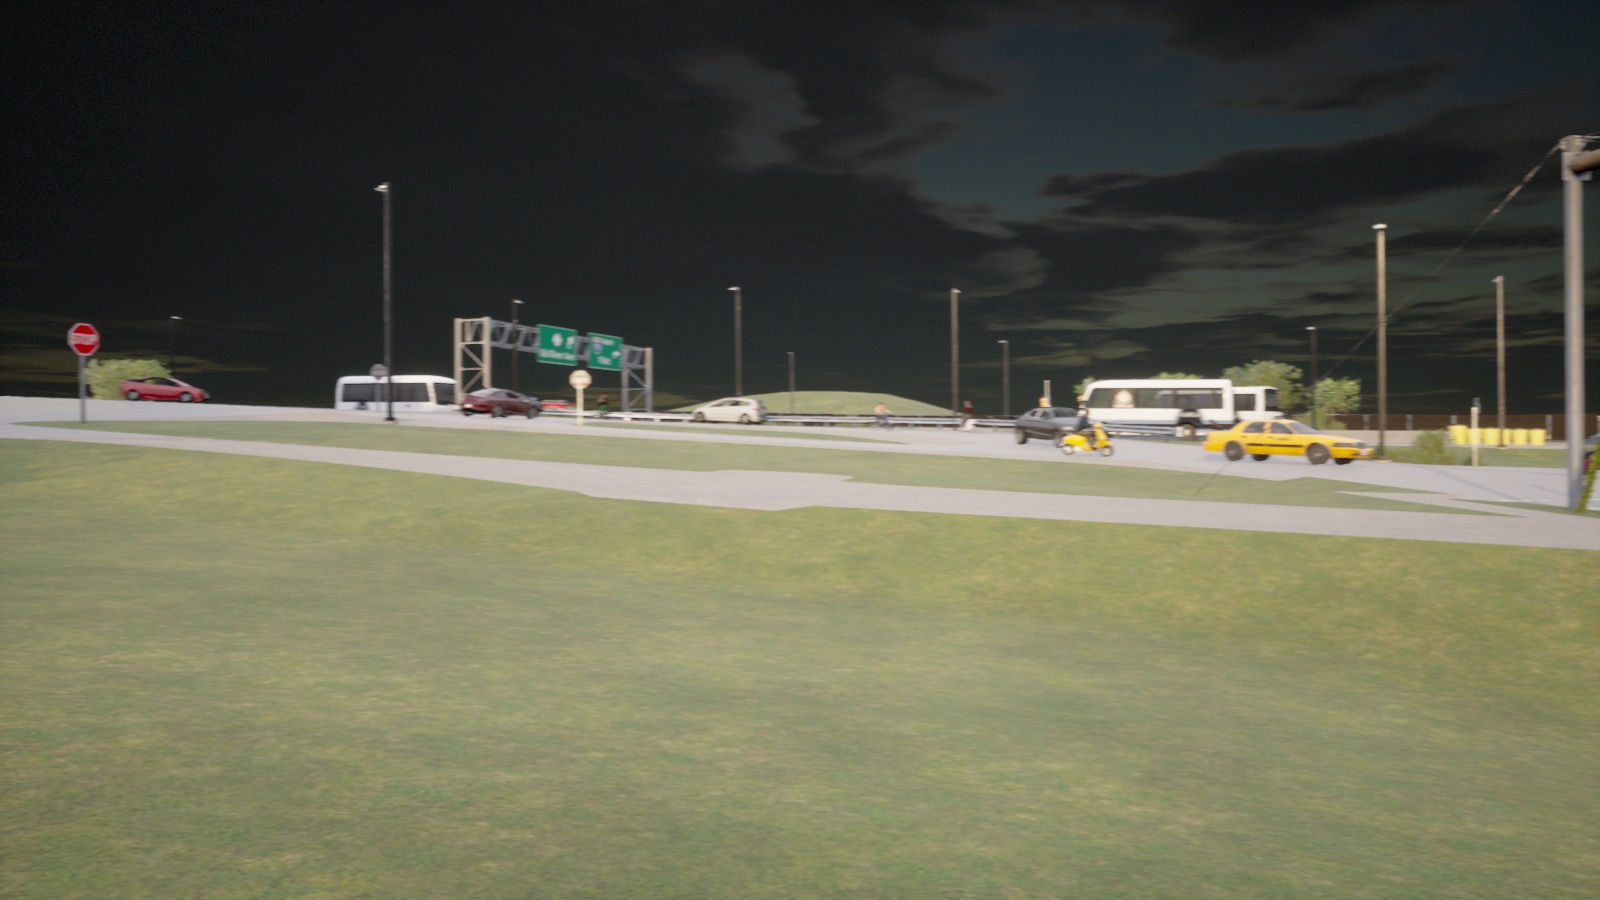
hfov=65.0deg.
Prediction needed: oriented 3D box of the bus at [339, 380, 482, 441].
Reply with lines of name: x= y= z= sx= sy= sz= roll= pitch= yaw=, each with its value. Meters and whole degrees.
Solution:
bus: x=-28.806 y=-2.834 z=92.771 sx=10.273 sy=4.253 sz=3.944 roll=0 pitch=1 yaw=27

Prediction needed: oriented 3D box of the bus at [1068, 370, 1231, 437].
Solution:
bus: x=23.522 y=-3.015 z=84.487 sx=10.273 sy=4.253 sz=3.944 roll=0 pitch=1 yaw=20

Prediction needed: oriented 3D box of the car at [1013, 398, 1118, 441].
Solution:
car: x=11.020 y=-1.325 z=52.569 sx=2.152 sy=1.651 sz=5.027 roll=-2 pitch=3 yaw=-17

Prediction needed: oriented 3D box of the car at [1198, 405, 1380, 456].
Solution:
car: x=15.992 y=-0.657 z=41.380 sx=1.801 sy=1.575 sz=5.366 roll=0 pitch=1 yaw=-39

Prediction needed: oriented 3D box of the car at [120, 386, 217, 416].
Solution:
car: x=-35.868 y=-2.775 z=71.395 sx=4.514 sy=1.525 sz=2.007 roll=1 pitch=0 yaw=-10

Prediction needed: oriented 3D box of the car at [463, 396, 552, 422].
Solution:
car: x=-18.200 y=-2.546 z=78.228 sx=4.902 sy=1.511 sz=2.128 roll=1 pitch=0 yaw=10

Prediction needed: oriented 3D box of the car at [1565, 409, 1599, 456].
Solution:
car: x=27.775 y=-0.571 z=41.713 sx=3.705 sy=1.549 sz=1.789 roll=0 pitch=1 yaw=18

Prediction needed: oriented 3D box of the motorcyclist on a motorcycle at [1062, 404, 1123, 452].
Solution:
motorcyclist on a motorcycle: x=9.889 y=-0.748 z=42.481 sx=1.817 sy=1.590 sz=0.866 roll=2 pitch=2 yaw=29

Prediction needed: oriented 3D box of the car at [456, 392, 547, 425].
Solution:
car: x=-14.564 y=-2.012 z=61.542 sx=1.812 sy=1.442 sz=4.674 roll=3 pitch=2 yaw=24

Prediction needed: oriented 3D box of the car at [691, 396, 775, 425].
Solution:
car: x=-4.116 y=-2.396 z=76.887 sx=4.611 sy=1.667 sz=2.242 roll=2 pitch=1 yaw=20
